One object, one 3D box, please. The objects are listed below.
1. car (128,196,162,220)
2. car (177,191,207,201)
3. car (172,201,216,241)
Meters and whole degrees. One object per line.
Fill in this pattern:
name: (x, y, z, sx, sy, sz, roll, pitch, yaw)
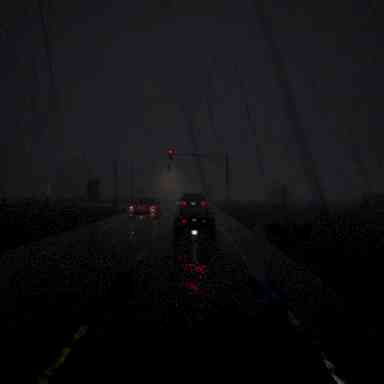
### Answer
car: (-3.559, 1.173, 25.790, 2.097, 1.767, 4.553, 0, 1, 0)
car: (0.107, 1.027, 28.271, 2.150, 2.045, 5.566, 0, 1, 0)
car: (0.104, 1.394, 16.069, 1.837, 1.490, 4.892, 0, 0, 0)
